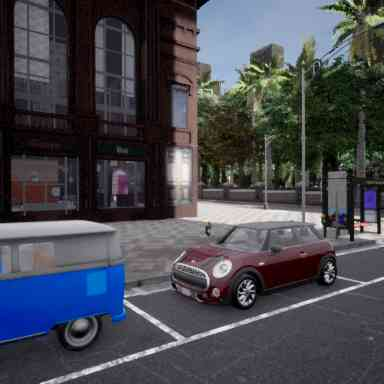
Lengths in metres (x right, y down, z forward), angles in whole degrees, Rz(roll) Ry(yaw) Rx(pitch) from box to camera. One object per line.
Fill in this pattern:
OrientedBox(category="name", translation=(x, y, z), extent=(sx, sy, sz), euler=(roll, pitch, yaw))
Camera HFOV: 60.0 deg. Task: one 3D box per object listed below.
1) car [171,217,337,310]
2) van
OrientedBox(category="car", translation=(1.500, 1.439, 7.723), extent=(4.097, 1.590, 1.967), euler=(0, 0, -35))
OrientedBox(category="van", translation=(-2.918, 1.341, 4.573), extent=(3.998, 1.788, 1.690), euler=(0, 0, -35))
